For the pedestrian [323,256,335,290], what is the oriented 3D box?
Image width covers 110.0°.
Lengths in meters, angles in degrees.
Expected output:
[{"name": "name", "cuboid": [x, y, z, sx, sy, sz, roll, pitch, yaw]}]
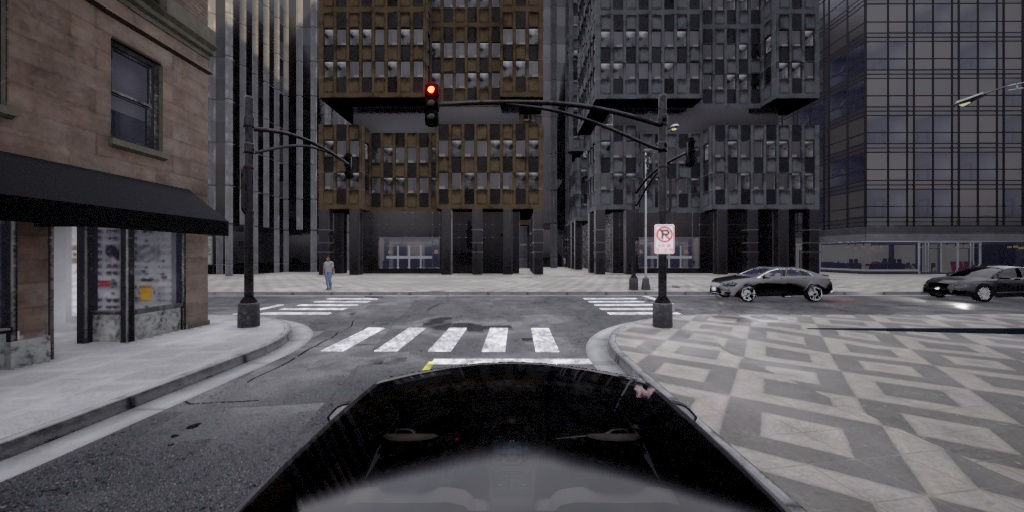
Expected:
[{"name": "pedestrian", "cuboid": [-9.927, 0.902, 19.470, 0.375, 1.860, 0.375, 0, 0, 0]}]

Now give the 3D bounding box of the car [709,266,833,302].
[{"name": "car", "cuboid": [11.635, 1.222, 16.289, 4.902, 1.511, 2.128, 0, 0, 0]}]

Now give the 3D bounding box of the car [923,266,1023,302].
[{"name": "car", "cuboid": [21.682, 1.223, 16.217, 4.892, 1.490, 1.837, 0, 0, 1]}]
